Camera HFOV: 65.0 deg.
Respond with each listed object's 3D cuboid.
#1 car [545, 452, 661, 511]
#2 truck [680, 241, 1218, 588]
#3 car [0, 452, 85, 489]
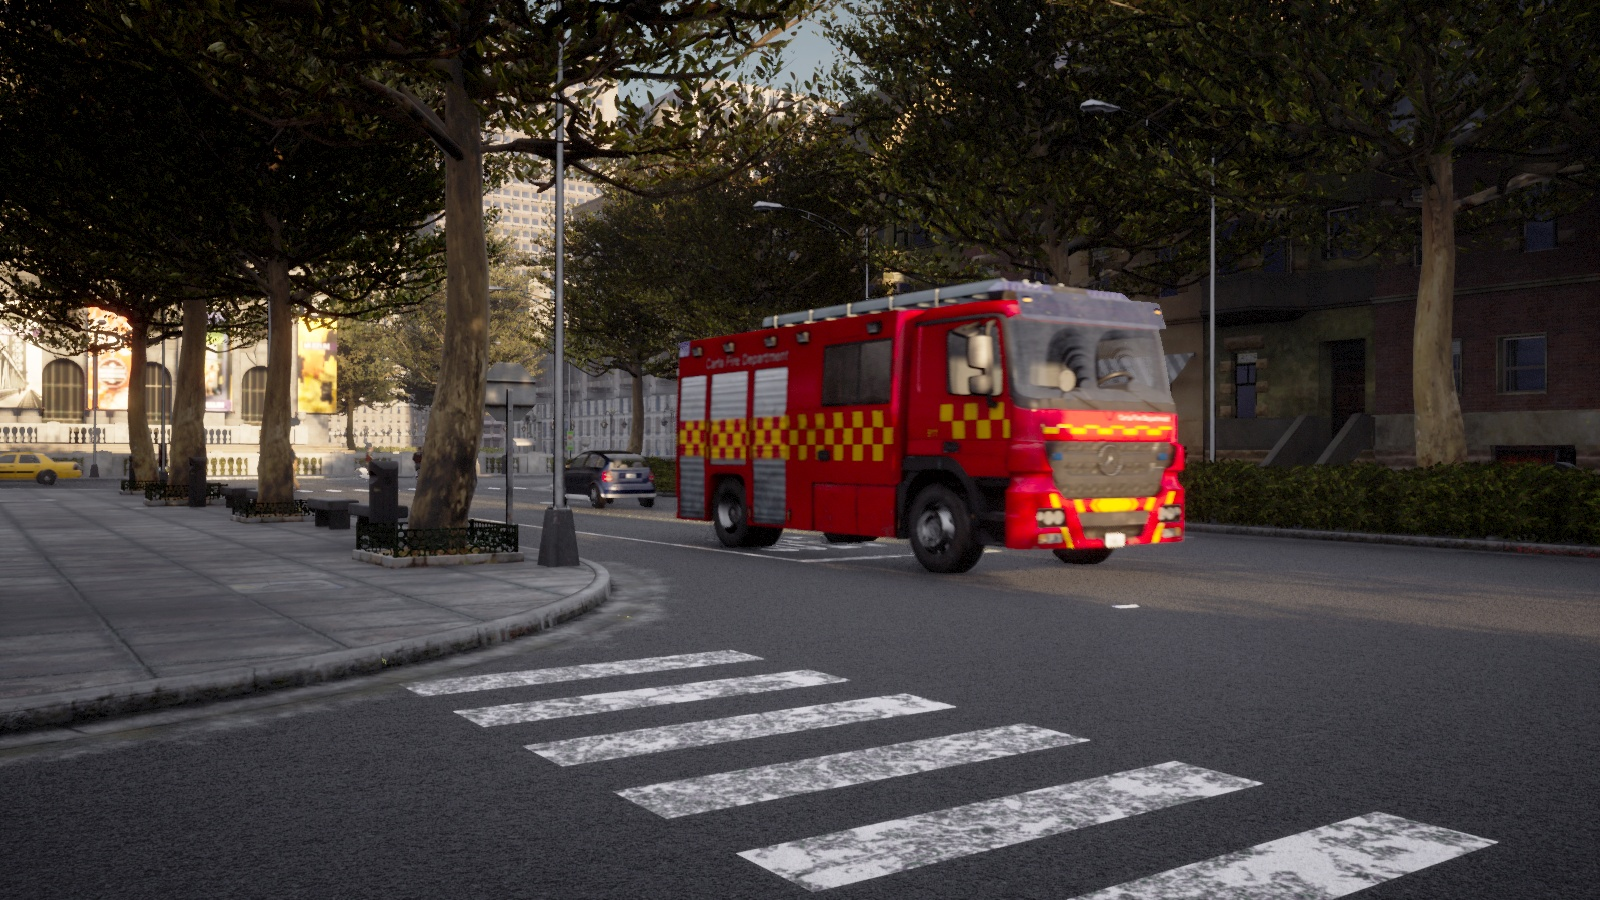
[{"bbox_3d":[-5.530,0.821,34.957,1.789,1.549,3.705,0,0,-34],"label":"car"},{"bbox_3d":[1.572,-0.378,18.163,2.891,3.827,8.468,0,0,-34],"label":"truck"},{"bbox_3d":[-34.486,0.892,55.045,5.366,1.575,1.801,0,0,-34],"label":"car"}]
